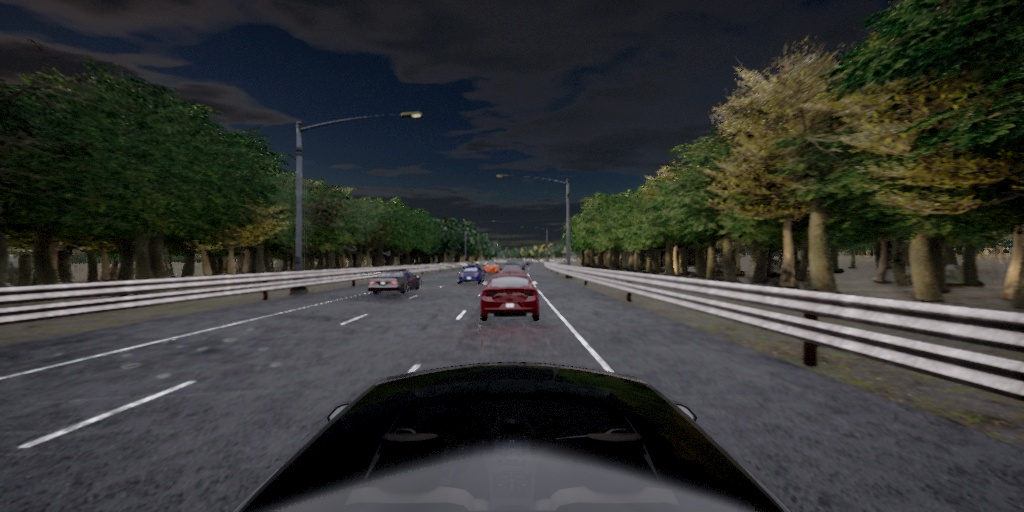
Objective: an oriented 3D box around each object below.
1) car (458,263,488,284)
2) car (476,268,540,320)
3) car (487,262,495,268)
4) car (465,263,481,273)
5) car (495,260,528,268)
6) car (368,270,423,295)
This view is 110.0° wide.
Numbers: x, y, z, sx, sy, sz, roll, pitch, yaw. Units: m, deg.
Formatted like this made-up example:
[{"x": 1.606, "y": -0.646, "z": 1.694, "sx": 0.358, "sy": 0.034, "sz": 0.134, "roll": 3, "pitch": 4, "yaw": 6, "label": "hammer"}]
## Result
[{"x": -3.370, "y": 1.594, "z": 30.584, "sx": 1.812, "sy": 1.442, "sz": 4.674, "roll": 0, "pitch": 0, "yaw": 1, "label": "car"}, {"x": -0.068, "y": 1.357, "z": 13.161, "sx": 1.882, "sy": 1.535, "sz": 5.008, "roll": 0, "pitch": -1, "yaw": 0, "label": "car"}, {"x": -2.821, "y": 1.623, "z": 52.092, "sx": 2.097, "sy": 1.767, "sz": 4.553, "roll": 0, "pitch": -1, "yaw": 2, "label": "car"}, {"x": -6.141, "y": 1.844, "z": 57.127, "sx": 1.837, "sy": 1.490, "sz": 4.892, "roll": -1, "pitch": -1, "yaw": 2, "label": "car"}, {"x": 0.019, "y": 1.385, "z": 29.526, "sx": 2.097, "sy": 1.767, "sz": 4.553, "roll": 0, "pitch": -1, "yaw": 1, "label": "car"}, {"x": -6.987, "y": 1.553, "z": 21.981, "sx": 2.033, "sy": 1.411, "sz": 5.357, "roll": 0, "pitch": -1, "yaw": 0, "label": "car"}]
